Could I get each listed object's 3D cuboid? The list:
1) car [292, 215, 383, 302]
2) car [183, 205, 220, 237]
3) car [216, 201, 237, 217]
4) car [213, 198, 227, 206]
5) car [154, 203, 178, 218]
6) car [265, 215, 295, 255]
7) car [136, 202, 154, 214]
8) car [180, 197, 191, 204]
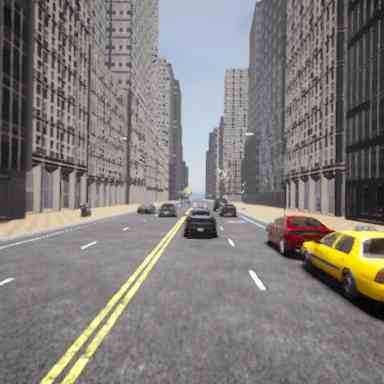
[{"bbox_3d":[4.364,1.639,8.681,1.801,1.575,5.366,1,-1,1],"label":"car"},{"bbox_3d":[0.515,1.781,20.212,1.837,1.490,4.892,1,0,1],"label":"car"},{"bbox_3d":[4.162,2.094,38.821,1.837,1.490,4.892,1,-1,2],"label":"car"},{"bbox_3d":[4.429,2.002,51.671,2.150,2.045,5.566,1,-1,1],"label":"car"},{"bbox_3d":[-2.555,1.948,35.961,1.837,1.490,4.892,1,-1,1],"label":"car"},{"bbox_3d":[4.504,1.740,14.489,1.882,1.535,5.008,1,-1,1],"label":"car"},{"bbox_3d":[-5.661,2.027,41.893,2.033,1.411,5.357,1,-1,1],"label":"car"},{"bbox_3d":[-1.475,2.100,76.381,2.150,2.045,5.566,1,-1,1],"label":"car"}]
